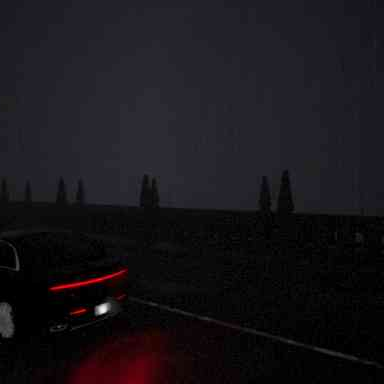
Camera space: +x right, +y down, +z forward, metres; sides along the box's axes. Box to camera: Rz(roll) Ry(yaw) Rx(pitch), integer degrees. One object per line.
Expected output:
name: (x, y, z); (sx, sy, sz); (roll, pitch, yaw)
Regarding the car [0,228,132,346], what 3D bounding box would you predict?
car: (-3.287, 1.466, 6.338); (4.892, 1.490, 1.837); (0, 0, 36)
